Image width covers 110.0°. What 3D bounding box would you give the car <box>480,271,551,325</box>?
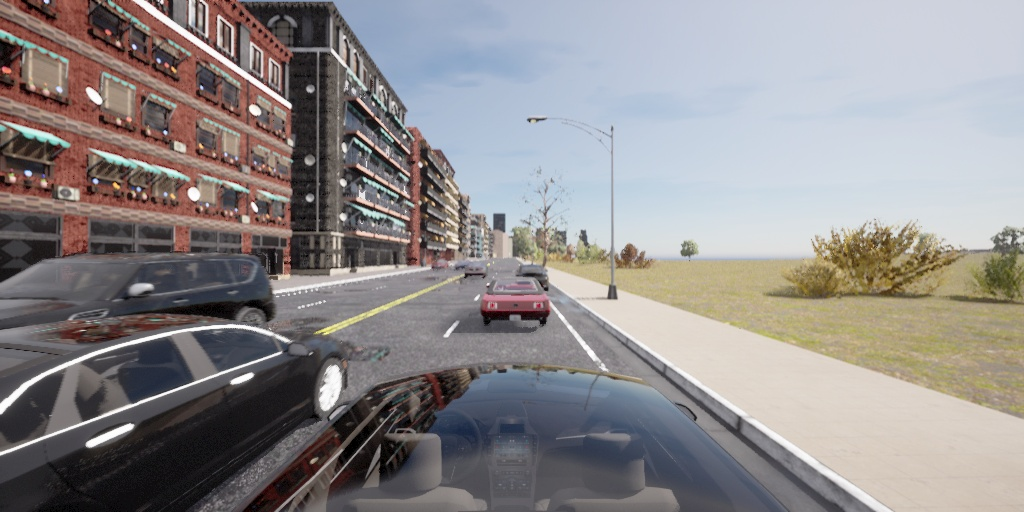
[{"bbox_3d":[0.084,1.337,11.687,1.895,1.301,4.718,0,0,0],"label":"car"}]

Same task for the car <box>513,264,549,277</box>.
[{"bbox_3d":[1.104,1.228,21.241,1.837,1.490,4.892,0,0,0],"label":"car"}]

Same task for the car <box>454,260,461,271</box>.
[{"bbox_3d":[-6.674,1.226,49.331,2.033,1.411,5.357,0,0,0],"label":"car"}]

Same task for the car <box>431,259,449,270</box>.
[{"bbox_3d":[-9.923,1.204,49.900,1.812,1.442,4.674,0,0,0],"label":"car"}]

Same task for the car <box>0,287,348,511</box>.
[{"bbox_3d":[-3.151,1.252,2.978,1.837,1.490,4.892,0,0,0],"label":"car"}]

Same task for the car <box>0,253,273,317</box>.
[{"bbox_3d":[-6.608,0.965,6.133,2.150,2.045,5.566,0,0,0],"label":"car"}]

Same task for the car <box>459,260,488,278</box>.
[{"bbox_3d":[-3.205,1.252,32.819,2.033,1.411,5.357,0,0,0],"label":"car"}]
